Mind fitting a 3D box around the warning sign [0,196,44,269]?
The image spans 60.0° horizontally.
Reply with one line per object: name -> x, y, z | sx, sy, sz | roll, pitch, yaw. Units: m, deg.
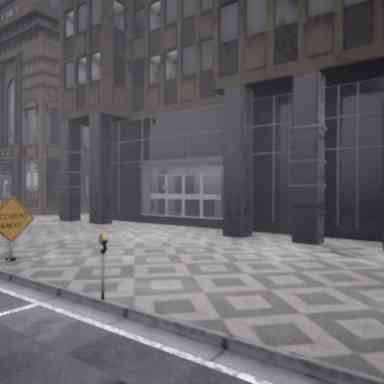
warning sign -> -5.071, 1.057, 9.354 | 1.060, 1.860, 1.300 | 0, 0, 35
